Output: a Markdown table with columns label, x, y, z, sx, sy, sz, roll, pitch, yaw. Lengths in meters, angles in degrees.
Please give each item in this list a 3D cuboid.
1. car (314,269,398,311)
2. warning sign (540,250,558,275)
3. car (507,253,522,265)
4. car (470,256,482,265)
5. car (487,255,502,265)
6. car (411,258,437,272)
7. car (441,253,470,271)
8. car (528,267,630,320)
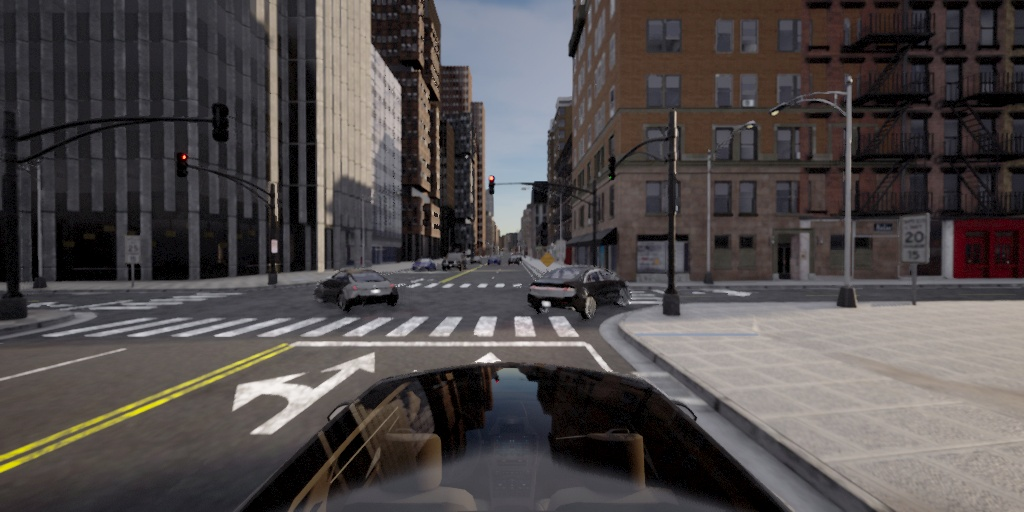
| label | x | y | z | sx | sy | sz | roll | pitch | yaw |
| --- | --- | --- | --- | --- | --- | --- | --- | --- | --- |
| car | -6.225 | 1.224 | 14.218 | 1.994 | 1.385 | 4.181 | -1 | 1 | -43 |
| warning sign | 2.954 | 0.611 | 29.952 | 1.300 | 1.860 | 1.060 | 0 | 0 | 0 |
| car | 0.266 | 0.744 | 59.554 | 1.837 | 1.490 | 4.892 | 0 | 0 | 0 |
| car | -6.283 | 0.720 | 62.949 | 1.837 | 1.490 | 4.892 | 0 | 0 | 0 |
| car | -2.977 | 0.586 | 60.305 | 2.097 | 1.767 | 4.553 | 0 | 0 | 1 |
| car | -9.703 | 0.938 | 39.766 | 1.812 | 1.442 | 4.674 | 0 | 1 | 0 |
| car | -6.449 | 0.628 | 40.565 | 2.150 | 2.045 | 5.566 | 0 | 0 | 0 |
| car | 2.430 | 1.111 | 12.270 | 2.128 | 1.511 | 4.902 | 0 | 1 | 36 |
